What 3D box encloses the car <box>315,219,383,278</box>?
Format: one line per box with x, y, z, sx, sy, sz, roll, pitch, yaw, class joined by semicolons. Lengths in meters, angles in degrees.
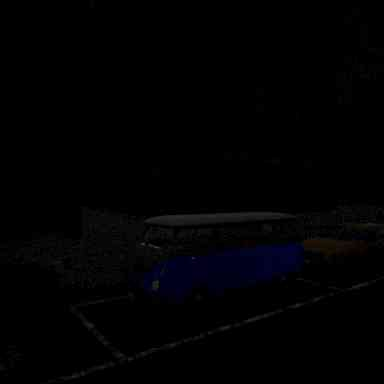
4.926;1.531;10.170;4.829;1.417;1.752;0;0;-36;car

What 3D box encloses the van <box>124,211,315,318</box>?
0.639;1.344;7.110;3.998;1.788;1.690;0;0;-36;van

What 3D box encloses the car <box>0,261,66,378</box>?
-3.787;1.565;3.950;4.313;1.339;1.947;0;0;-36;car
